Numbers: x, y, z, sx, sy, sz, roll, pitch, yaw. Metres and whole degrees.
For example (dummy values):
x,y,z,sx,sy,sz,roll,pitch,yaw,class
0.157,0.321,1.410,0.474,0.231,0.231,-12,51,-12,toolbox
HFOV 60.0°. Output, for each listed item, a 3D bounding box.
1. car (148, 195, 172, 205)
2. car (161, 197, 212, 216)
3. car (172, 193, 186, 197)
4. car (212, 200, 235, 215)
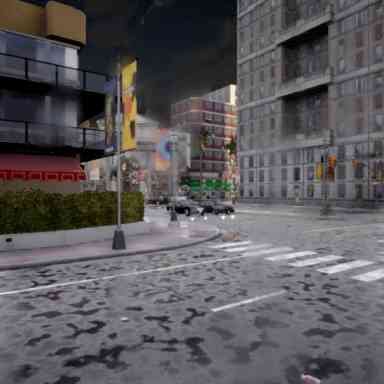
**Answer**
x,y,z,sx,sy,sz,roll,pitch,yaw,class
-6.266,1.504,59.597,1.837,1.490,4.892,0,0,-44,car
-0.645,1.491,32.190,2.128,1.511,4.902,0,0,-35,car
-2.554,1.221,62.282,2.150,2.045,5.566,0,0,-15,car
2.039,1.547,34.455,2.033,1.411,5.357,0,0,-35,car
